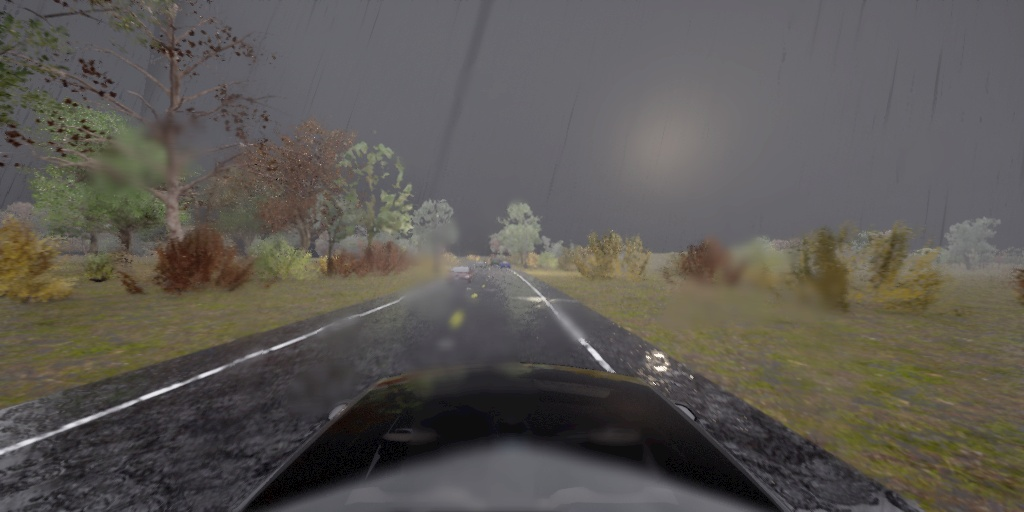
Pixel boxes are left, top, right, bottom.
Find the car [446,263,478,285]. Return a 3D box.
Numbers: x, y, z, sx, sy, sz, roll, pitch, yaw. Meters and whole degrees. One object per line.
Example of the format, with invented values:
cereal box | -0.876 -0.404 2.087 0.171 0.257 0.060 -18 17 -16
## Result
car | -4.036 1.506 28.856 1.812 1.442 4.674 0 0 -2
